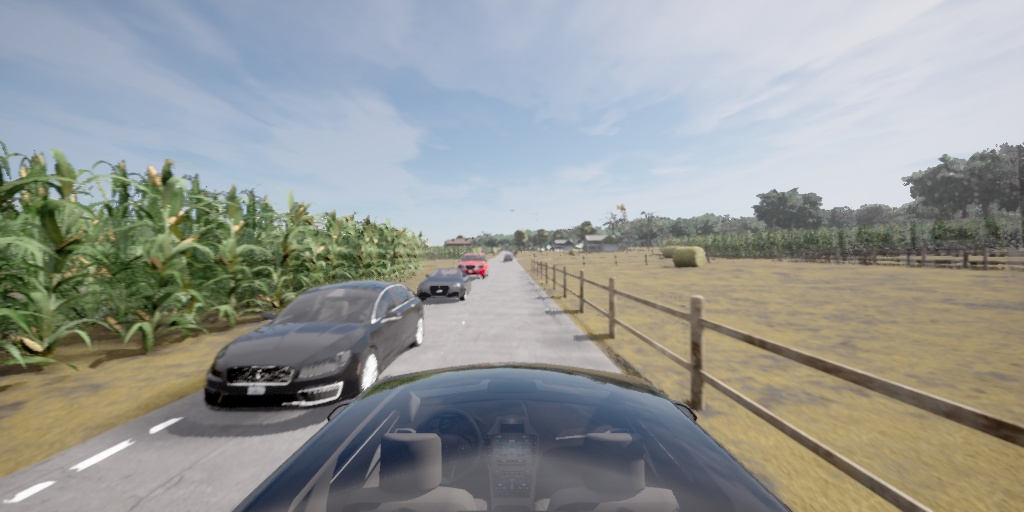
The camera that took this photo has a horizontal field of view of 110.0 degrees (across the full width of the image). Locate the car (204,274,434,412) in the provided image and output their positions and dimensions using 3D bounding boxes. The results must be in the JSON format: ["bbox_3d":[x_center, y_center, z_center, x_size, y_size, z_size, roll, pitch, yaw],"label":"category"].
[{"bbox_3d":[-2.882,1.250,6.425,1.837,1.490,4.892,0,0,-1],"label":"car"}]

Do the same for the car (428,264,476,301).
[{"bbox_3d":[-2.985,1.242,16.654,1.994,1.385,4.181,0,0,0],"label":"car"}]

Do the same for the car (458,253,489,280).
[{"bbox_3d":[-3.077,0.789,29.235,2.150,2.045,5.566,0,0,0],"label":"car"}]
